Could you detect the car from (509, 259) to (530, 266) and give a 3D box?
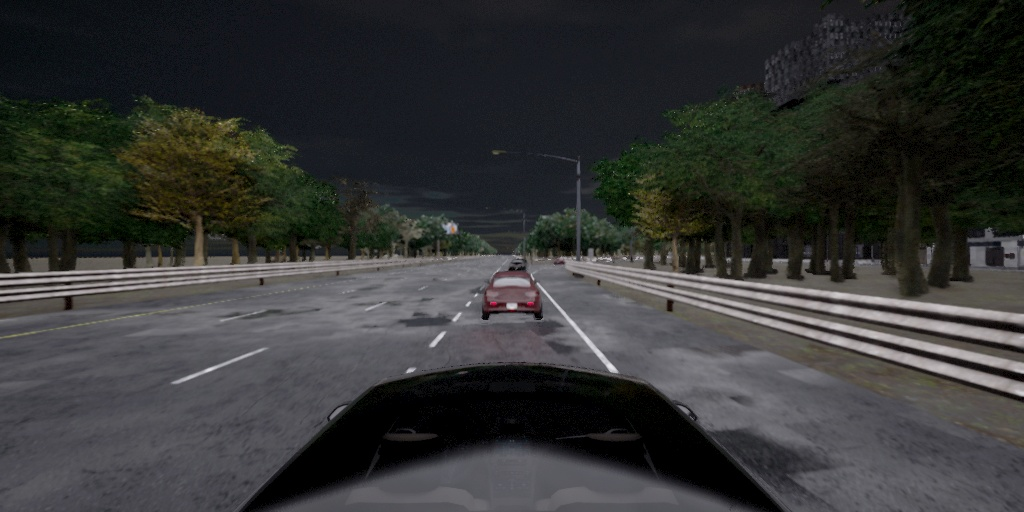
[{"bbox_3d":[0.831,1.059,39.528,1.837,1.490,4.892,-1,0,8],"label":"car"}]

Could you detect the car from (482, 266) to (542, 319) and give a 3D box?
[{"bbox_3d":[0.001,1.227,12.349,1.812,1.442,4.674,0,0,0],"label":"car"}]
